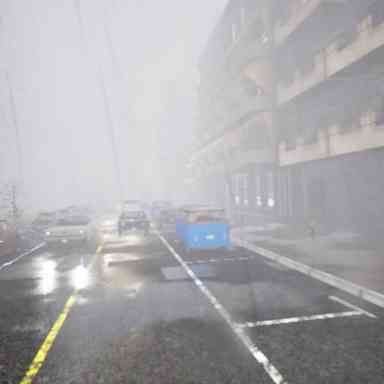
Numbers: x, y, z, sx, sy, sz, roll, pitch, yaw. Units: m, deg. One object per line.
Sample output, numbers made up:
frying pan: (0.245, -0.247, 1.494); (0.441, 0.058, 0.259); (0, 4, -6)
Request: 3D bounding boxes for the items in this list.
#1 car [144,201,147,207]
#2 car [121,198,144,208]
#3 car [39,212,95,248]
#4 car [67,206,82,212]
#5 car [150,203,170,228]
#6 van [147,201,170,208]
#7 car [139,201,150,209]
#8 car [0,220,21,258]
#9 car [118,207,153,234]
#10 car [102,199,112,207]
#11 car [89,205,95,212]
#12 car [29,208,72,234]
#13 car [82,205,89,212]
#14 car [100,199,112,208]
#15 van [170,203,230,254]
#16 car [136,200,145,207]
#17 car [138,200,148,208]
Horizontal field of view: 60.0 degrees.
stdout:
car: (-8.017, 2.333, 57.316); (1.947, 1.339, 4.313); (-2, 0, -11)
car: (-7.344, 1.813, 40.015); (2.150, 2.045, 5.566); (-2, 0, -11)
car: (-6.217, 1.958, 17.321); (1.895, 1.301, 4.718); (-2, 0, -11)
car: (-11.036, 2.171, 28.617); (2.008, 1.369, 4.403); (-2, 0, -11)
car: (-1.769, 1.810, 24.776); (1.887, 1.381, 4.507); (-2, 0, -11)
van: (-2.818, 1.690, 30.201); (1.690, 1.788, 3.998); (-2, 0, -11)
car: (-9.092, 2.381, 62.905); (1.752, 1.417, 4.829); (-2, -1, -11)
car: (-7.916, 1.815, 12.349); (1.967, 1.590, 4.097); (-2, 0, -11)
car: (-3.816, 1.911, 21.634); (1.895, 1.301, 4.718); (-2, 0, -11)
car: (-22.501, 2.882, 88.273); (2.192, 1.841, 5.009); (-2, -1, -11)
car: (-14.160, 2.435, 44.886); (1.947, 1.339, 4.313); (-2, 0, -11)
car: (-9.994, 2.089, 23.193); (2.008, 1.369, 4.403); (-2, 0, -11)
car: (-12.082, 2.144, 34.041); (1.967, 1.590, 4.097); (-2, 0, -11)
car: (-20.408, 2.955, 77.425); (1.947, 1.339, 4.313); (-2, -1, -11)
van: (0.306, 1.443, 13.932); (1.690, 1.788, 3.998); (-2, 0, -11)
car: (-12.184, 2.662, 79.008); (1.887, 1.381, 4.507); (-2, -1, -11)
car: (-10.135, 2.469, 68.329); (1.752, 1.417, 4.829); (-2, -1, -11)
